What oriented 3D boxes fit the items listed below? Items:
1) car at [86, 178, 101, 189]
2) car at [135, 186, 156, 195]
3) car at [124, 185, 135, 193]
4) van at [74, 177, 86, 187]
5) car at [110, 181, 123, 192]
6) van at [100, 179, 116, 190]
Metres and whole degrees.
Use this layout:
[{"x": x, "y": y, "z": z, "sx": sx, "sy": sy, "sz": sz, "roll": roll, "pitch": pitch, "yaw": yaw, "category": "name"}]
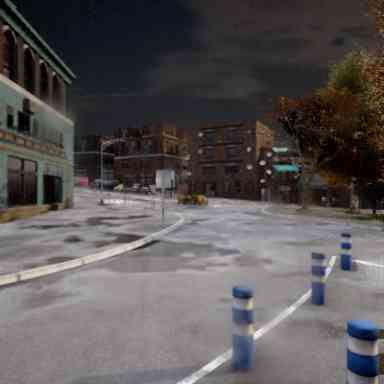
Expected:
[{"x": -18.526, "y": -1.655, "z": 67.522, "sx": 2.435, "sy": 2.045, "sz": 5.566, "roll": 6, "pitch": 2, "yaw": 10, "category": "car"}, {"x": -8.085, "y": -0.236, "z": 61.438, "sx": 2.231, "sy": 1.521, "sz": 4.892, "roll": 5, "pitch": 2, "yaw": 10, "category": "car"}, {"x": -10.698, "y": -0.489, "z": 62.975, "sx": 2.002, "sy": 1.452, "sz": 4.674, "roll": 6, "pitch": 2, "yaw": 10, "category": "car"}, {"x": -23.781, "y": -2.213, "z": 70.493, "sx": 1.878, "sy": 1.987, "sz": 4.442, "roll": 6, "pitch": 2, "yaw": 10, "category": "van"}, {"x": -13.345, "y": -0.821, "z": 64.318, "sx": 1.946, "sy": 1.575, "sz": 5.366, "roll": 6, "pitch": 2, "yaw": 10, "category": "car"}, {"x": -15.893, "y": -1.341, "z": 66.138, "sx": 1.878, "sy": 1.987, "sz": 4.442, "roll": 5, "pitch": 2, "yaw": 10, "category": "van"}]
